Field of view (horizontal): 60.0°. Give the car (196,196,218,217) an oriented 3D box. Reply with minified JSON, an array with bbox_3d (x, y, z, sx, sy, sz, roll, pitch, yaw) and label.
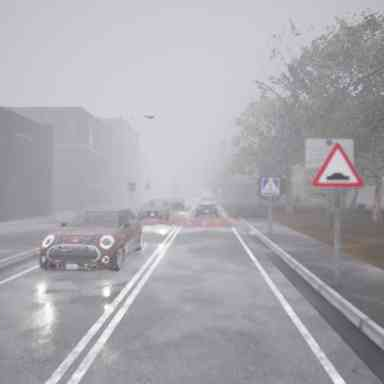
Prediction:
[{"bbox_3d":[1.312,1.373,29.158,1.812,1.442,4.674,0,1,3],"label":"car"}]

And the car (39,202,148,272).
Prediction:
[{"bbox_3d":[-2.940,1.283,10.661,2.097,1.767,4.553,0,0,3],"label":"car"}]

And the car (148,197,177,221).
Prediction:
[{"bbox_3d":[-2.403,1.189,22.949,1.994,1.385,4.181,0,1,3],"label":"car"}]

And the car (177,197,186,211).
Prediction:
[{"bbox_3d":[-1.748,1.242,36.726,1.882,1.535,5.008,0,0,3],"label":"car"}]
